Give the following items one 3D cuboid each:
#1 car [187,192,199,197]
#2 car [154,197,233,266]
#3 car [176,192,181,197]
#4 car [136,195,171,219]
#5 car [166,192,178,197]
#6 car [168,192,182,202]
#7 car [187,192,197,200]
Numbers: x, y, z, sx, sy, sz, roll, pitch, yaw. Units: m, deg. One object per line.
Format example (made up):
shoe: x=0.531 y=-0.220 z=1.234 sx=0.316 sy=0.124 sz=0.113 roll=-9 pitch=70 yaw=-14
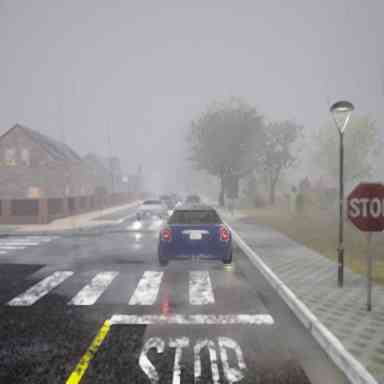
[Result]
car: x=0.123 y=0.902 z=47.662 sx=2.128 sy=1.511 sz=4.902 roll=0 pitch=1 yaw=0
car: x=0.096 y=1.201 z=11.129 sx=2.097 sy=1.767 sz=4.553 roll=0 pitch=1 yaw=0
car: x=-2.827 y=0.948 z=44.682 sx=1.837 sy=1.490 sz=4.892 roll=0 pitch=1 yaw=0
car: x=-2.905 y=1.199 z=25.032 sx=1.812 sy=1.442 sz=4.674 roll=0 pitch=1 yaw=2
car: x=-2.832 y=1.060 z=34.826 sx=1.837 sy=1.490 sz=4.892 roll=0 pitch=1 yaw=0
car: x=-2.776 y=0.824 z=54.934 sx=2.128 sy=1.511 sz=4.902 roll=0 pitch=1 yaw=0
car: x=0.045 y=0.754 z=67.238 sx=2.033 sy=1.411 sz=5.357 roll=0 pitch=1 yaw=0
